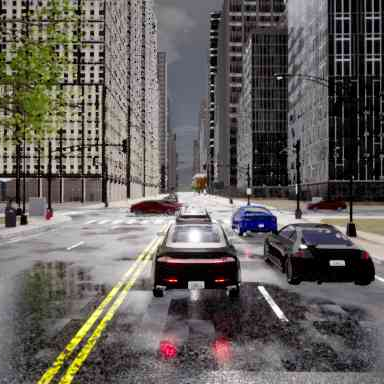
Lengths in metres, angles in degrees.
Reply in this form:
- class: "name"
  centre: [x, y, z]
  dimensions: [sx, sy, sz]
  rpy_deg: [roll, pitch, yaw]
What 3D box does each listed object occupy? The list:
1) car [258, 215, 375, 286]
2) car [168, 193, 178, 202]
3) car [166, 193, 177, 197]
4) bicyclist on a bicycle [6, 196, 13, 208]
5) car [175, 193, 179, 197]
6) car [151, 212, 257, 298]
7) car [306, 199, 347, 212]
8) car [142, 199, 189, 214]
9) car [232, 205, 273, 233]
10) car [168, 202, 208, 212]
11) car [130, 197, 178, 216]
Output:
- class: "car"
  centre: [3.325, 1.565, 9.475]
  dimensions: [1.994, 1.385, 4.181]
  rpy_deg: [0, 0, 2]
- class: "car"
  centre: [-4.237, 1.186, 75.282]
  dimensions: [2.150, 2.045, 5.566]
  rpy_deg: [0, 0, -1]
- class: "car"
  centre: [-3.945, 1.458, 54.751]
  dimensions: [1.882, 1.535, 5.008]
  rpy_deg: [0, 0, -1]
- class: "bicyclist on a bicycle"
  centre: [-25.207, 1.398, 45.869]
  dimensions: [0.582, 1.620, 1.656]
  rpy_deg: [0, -1, 2]
- class: "car"
  centre: [-4.087, 1.519, 64.570]
  dimensions: [2.033, 1.411, 5.357]
  rpy_deg: [0, 0, -1]
- class: "car"
  centre: [0.090, 1.493, 8.532]
  dimensions: [2.128, 1.511, 4.902]
  rpy_deg: [0, 0, 0]
- class: "car"
  centre: [16.133, 1.619, 40.022]
  dimensions: [4.674, 1.442, 1.812]
  rpy_deg: [0, -1, 1]
- class: "car"
  centre: [-2.658, 1.503, 34.072]
  dimensions: [4.674, 1.442, 1.812]
  rpy_deg: [0, 0, 3]
- class: "car"
  centre: [3.330, 1.479, 18.469]
  dimensions: [1.882, 1.535, 5.008]
  rpy_deg: [0, 0, 0]
- class: "car"
  centre: [0.080, 1.493, 17.949]
  dimensions: [2.128, 1.511, 4.902]
  rpy_deg: [0, 0, 0]
- class: "car"
  centre: [-3.426, 1.488, 30.857]
  dimensions: [4.674, 1.442, 1.812]
  rpy_deg: [0, 0, 3]
